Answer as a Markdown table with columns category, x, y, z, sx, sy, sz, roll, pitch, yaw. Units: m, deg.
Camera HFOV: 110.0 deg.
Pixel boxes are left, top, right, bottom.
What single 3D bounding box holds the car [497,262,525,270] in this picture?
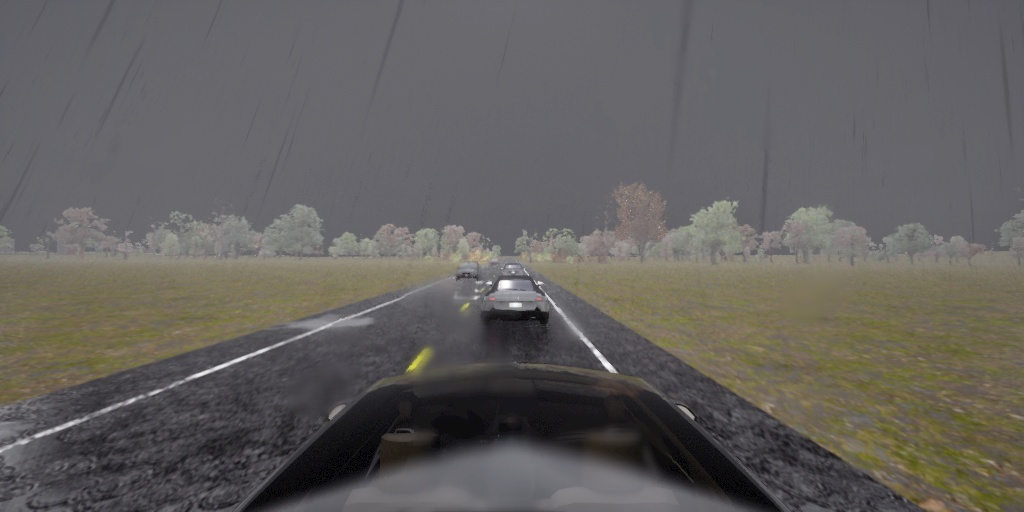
| category | x | y | z | sx | sy | sz | roll | pitch | yaw |
| --- | --- | --- | --- | --- | --- | --- | --- | --- | --- |
| car | 0.093 | 1.303 | 29.782 | 2.033 | 1.411 | 5.357 | 0 | 0 | 0 |

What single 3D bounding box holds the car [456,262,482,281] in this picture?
| category | x | y | z | sx | sy | sz | roll | pitch | yaw |
| --- | --- | --- | --- | --- | --- | --- | --- | --- | --- |
| car | -3.603 | 1.260 | 30.696 | 1.837 | 1.490 | 4.892 | 0 | 0 | 0 |

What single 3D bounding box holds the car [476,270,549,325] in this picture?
| category | x | y | z | sx | sy | sz | roll | pitch | yaw |
| --- | --- | --- | --- | --- | --- | --- | --- | --- | --- |
| car | 0.097 | 1.316 | 11.854 | 1.994 | 1.385 | 4.181 | 0 | 0 | 0 |
